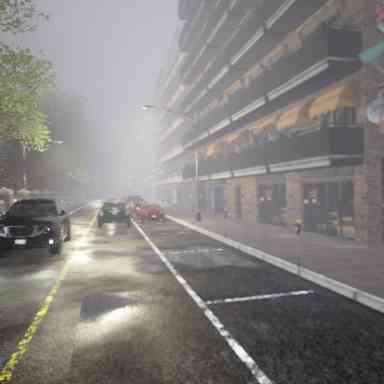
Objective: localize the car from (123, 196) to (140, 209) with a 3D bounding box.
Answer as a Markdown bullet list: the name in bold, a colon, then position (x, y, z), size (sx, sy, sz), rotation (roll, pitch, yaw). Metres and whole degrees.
- **car**: position (-8.530, 1.423, 46.514), size (1.967, 1.590, 4.097), rotation (-2, 0, -14)

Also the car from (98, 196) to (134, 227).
- **car**: position (-5.408, 1.365, 23.111), size (2.097, 1.767, 4.553), rotation (-1, 0, -14)

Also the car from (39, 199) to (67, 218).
- **car**: position (-13.949, 1.614, 33.564), size (1.967, 1.590, 4.097), rotation (-2, 0, -14)

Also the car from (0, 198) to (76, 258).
- **car**: position (-6.359, 1.304, 13.738), size (2.150, 2.045, 5.566), rotation (-1, 0, -14)

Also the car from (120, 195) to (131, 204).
- **car**: position (-12.599, 1.452, 62.906), size (1.967, 1.590, 4.097), rotation (-2, 0, -14)

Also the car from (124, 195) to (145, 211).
- **car**: position (-7.177, 1.289, 41.047), size (2.192, 1.841, 5.009), rotation (-2, 0, -14)

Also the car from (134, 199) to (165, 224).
- **car**: position (-3.102, 1.495, 24.656), size (1.887, 1.381, 4.507), rotation (-2, 0, -14)

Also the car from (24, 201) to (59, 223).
- **car**: position (-12.593, 1.606, 28.102), size (1.967, 1.590, 4.097), rotation (-2, 0, -14)

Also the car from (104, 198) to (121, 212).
- **car**: position (-9.877, 1.544, 41.159), size (1.837, 1.490, 4.892), rotation (-1, 0, -14)

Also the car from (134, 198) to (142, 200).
- **car**: position (-4.459, 1.502, 30.121), size (1.887, 1.381, 4.507), rotation (-2, 0, -14)

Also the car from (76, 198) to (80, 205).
- **car**: position (-16.658, 1.741, 44.495), size (2.008, 1.369, 4.403), rotation (-2, 0, -14)

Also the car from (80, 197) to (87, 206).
- **car**: position (-20.686, 1.745, 60.723), size (1.752, 1.417, 4.829), rotation (-2, 0, -14)

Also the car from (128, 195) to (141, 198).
- **car**: position (-5.817, 1.406, 35.584), size (1.967, 1.590, 4.097), rotation (-2, 0, -14)

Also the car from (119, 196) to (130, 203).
- **car**: position (-13.951, 1.590, 68.372), size (1.947, 1.339, 4.313), rotation (-2, 0, -14)

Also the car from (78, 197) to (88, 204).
- **car**: position (-23.399, 1.769, 71.653), size (1.752, 1.417, 4.829), rotation (-2, 0, -14)

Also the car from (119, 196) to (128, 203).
- **car**: position (-15.350, 1.562, 74.002), size (1.752, 1.417, 4.829), rotation (-2, 0, -14)
